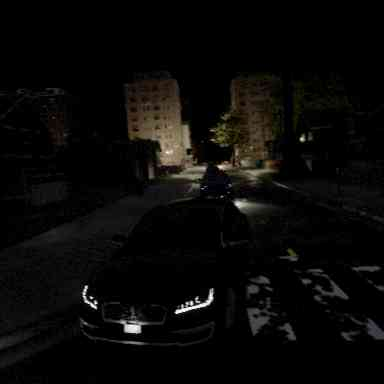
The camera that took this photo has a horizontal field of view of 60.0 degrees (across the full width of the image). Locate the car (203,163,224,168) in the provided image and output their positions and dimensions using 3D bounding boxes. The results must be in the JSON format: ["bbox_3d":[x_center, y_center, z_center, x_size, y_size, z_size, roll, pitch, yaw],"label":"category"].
[{"bbox_3d":[2.125,-1.828,34.245,1.837,1.490,4.892,-4,5,3],"label":"car"}]

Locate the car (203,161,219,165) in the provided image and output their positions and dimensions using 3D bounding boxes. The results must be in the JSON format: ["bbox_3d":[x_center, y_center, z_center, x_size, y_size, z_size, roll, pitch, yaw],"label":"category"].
[{"bbox_3d":[3.293,-4.103,58.264,1.837,1.490,4.892,-4,5,3],"label":"car"}]

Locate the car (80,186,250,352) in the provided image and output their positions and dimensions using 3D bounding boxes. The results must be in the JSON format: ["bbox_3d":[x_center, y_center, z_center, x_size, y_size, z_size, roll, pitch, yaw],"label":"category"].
[{"bbox_3d":[-0.057,0.933,5.803,1.837,1.490,4.892,-2,5,14],"label":"car"}]

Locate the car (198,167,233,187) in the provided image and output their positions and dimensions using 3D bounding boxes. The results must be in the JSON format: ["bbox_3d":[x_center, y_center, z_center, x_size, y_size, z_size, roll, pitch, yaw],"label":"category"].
[{"bbox_3d":[1.439,-0.539,20.396,1.882,1.535,5.008,-4,5,3],"label":"car"}]
